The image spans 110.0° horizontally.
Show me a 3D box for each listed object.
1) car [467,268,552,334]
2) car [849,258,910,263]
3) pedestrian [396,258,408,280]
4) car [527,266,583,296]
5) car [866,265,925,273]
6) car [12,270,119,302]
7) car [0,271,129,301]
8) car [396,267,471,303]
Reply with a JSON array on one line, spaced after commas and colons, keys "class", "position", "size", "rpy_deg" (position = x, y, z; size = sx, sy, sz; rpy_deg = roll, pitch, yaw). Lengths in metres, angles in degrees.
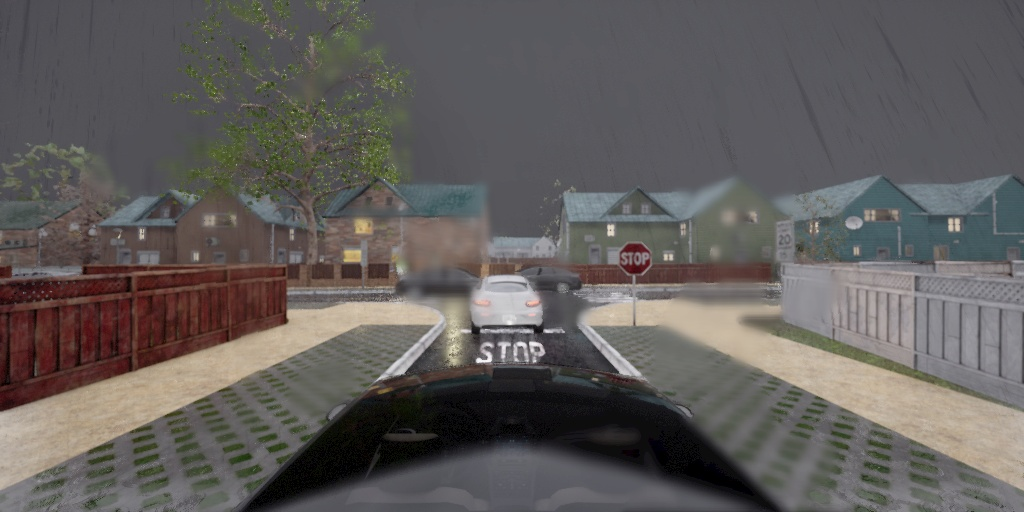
[{"class": "car", "position": [-0.214, 1.249, 10.444], "size": [1.812, 1.442, 4.674], "rpy_deg": [0, 0, -4]}, {"class": "car", "position": [18.250, 0.974, 18.481], "size": [4.553, 1.767, 2.097], "rpy_deg": [-1, -1, 1]}, {"class": "pedestrian", "position": [-6.709, 1.049, 21.727], "size": [0.375, 1.860, 0.375], "rpy_deg": [0, -1, 1]}, {"class": "car", "position": [1.192, 1.279, 18.701], "size": [4.892, 1.490, 1.837], "rpy_deg": [0, -1, 1]}, {"class": "car", "position": [14.881, 1.186, 15.572], "size": [4.718, 1.301, 1.895], "rpy_deg": [0, -1, 1]}, {"class": "car", "position": [-20.209, 1.398, 16.040], "size": [5.008, 1.535, 1.882], "rpy_deg": [-1, -1, 1]}, {"class": "car", "position": [-23.632, 1.549, 19.033], "size": [4.674, 1.442, 1.812], "rpy_deg": [-1, -1, 1]}, {"class": "car", "position": [-2.574, 1.251, 15.801], "size": [4.892, 1.490, 1.837], "rpy_deg": [0, -1, 1]}]
